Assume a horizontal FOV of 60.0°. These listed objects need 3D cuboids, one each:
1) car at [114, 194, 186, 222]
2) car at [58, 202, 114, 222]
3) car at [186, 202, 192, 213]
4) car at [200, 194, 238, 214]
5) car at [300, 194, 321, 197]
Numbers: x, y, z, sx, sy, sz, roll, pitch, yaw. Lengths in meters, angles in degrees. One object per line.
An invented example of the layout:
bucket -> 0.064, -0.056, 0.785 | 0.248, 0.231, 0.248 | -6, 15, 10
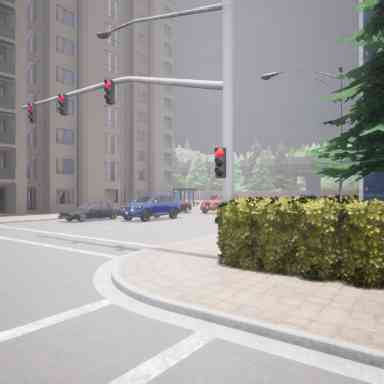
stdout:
car -> -3.207, 1.221, 26.911 | 2.150, 2.045, 5.566 | 0, 0, 36
car -> -7.829, 1.547, 26.527 | 2.033, 1.411, 5.357 | 0, 0, 36
car -> -2.023, 1.478, 34.434 | 1.882, 1.535, 5.008 | 0, 0, 36
car -> 3.140, 1.221, 35.544 | 2.150, 2.045, 5.566 | 0, 0, 36
car -> 13.959, 1.220, 38.166 | 2.150, 2.045, 5.566 | 0, 0, 36
